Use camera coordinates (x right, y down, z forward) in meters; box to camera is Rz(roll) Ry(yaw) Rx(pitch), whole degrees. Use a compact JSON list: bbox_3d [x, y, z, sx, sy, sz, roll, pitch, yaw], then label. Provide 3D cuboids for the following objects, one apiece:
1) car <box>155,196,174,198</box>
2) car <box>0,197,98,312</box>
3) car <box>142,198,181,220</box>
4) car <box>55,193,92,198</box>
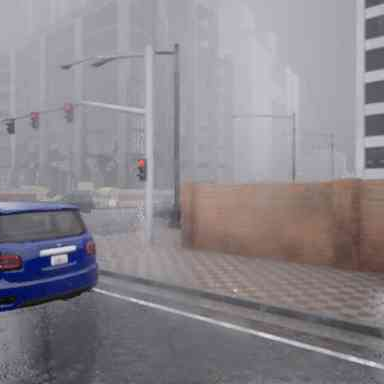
[{"bbox_3d":[-3.495,1.298,37.649,2.097,1.767,4.553,0,0,36],"label":"car"},{"bbox_3d":[-4.390,1.206,7.110,5.566,2.045,2.150,0,0,36],"label":"car"},{"bbox_3d":[-1.926,1.487,27.604,1.812,1.442,4.674,0,0,36],"label":"car"},{"bbox_3d":[-11.999,1.158,31.848,2.150,2.045,5.566,0,0,36],"label":"car"}]
